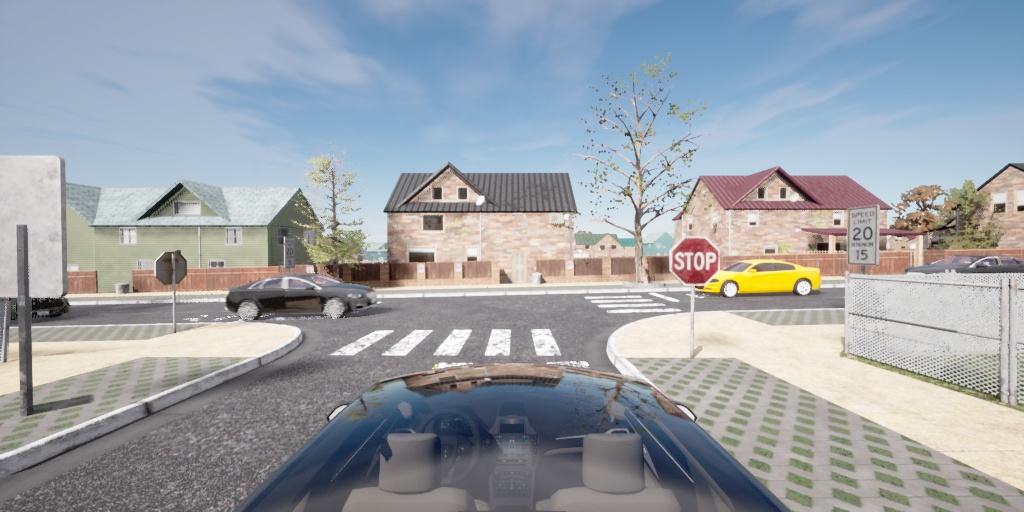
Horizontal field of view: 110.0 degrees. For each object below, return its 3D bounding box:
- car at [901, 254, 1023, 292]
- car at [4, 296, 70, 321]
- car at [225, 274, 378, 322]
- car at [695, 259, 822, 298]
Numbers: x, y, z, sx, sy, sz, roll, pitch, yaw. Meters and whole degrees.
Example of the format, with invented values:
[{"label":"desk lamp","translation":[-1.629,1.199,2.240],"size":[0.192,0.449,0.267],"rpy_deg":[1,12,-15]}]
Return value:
[{"label":"car","translation":[19.955,0.700,15.606],"size":[4.902,1.511,2.128],"rpy_deg":[-1,1,0]},{"label":"car","translation":[-19.083,1.528,12.881],"size":[4.553,1.767,2.097],"rpy_deg":[-1,1,0]},{"label":"car","translation":[-7.406,1.389,12.816],"size":[4.902,1.511,2.128],"rpy_deg":[-2,1,0]},{"label":"car","translation":[10.526,0.909,15.625],"size":[5.008,1.535,1.882],"rpy_deg":[-1,1,-1]}]
